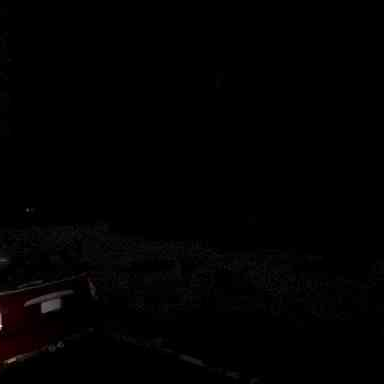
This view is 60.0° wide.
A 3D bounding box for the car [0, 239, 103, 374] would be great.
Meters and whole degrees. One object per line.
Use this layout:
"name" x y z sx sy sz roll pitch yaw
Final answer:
"car" -3.381 1.495 5.381 4.097 1.590 1.967 -1 -1 36
